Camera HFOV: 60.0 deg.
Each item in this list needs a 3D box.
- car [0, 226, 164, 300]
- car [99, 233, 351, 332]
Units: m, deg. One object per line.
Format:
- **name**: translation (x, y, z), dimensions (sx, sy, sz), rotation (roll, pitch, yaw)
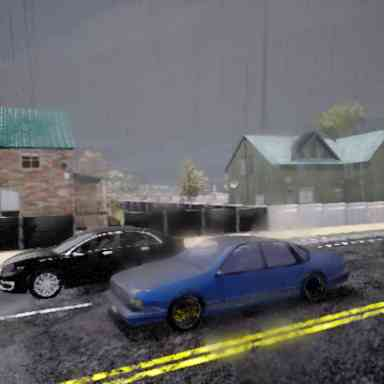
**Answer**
- **car**: translation (-2.443, 1.743, 9.090), dimensions (4.892, 1.490, 1.837), rotation (0, -1, -27)
- **car**: translation (0.978, 1.681, 7.182), dimensions (5.357, 1.411, 2.033), rotation (-1, -1, -27)
